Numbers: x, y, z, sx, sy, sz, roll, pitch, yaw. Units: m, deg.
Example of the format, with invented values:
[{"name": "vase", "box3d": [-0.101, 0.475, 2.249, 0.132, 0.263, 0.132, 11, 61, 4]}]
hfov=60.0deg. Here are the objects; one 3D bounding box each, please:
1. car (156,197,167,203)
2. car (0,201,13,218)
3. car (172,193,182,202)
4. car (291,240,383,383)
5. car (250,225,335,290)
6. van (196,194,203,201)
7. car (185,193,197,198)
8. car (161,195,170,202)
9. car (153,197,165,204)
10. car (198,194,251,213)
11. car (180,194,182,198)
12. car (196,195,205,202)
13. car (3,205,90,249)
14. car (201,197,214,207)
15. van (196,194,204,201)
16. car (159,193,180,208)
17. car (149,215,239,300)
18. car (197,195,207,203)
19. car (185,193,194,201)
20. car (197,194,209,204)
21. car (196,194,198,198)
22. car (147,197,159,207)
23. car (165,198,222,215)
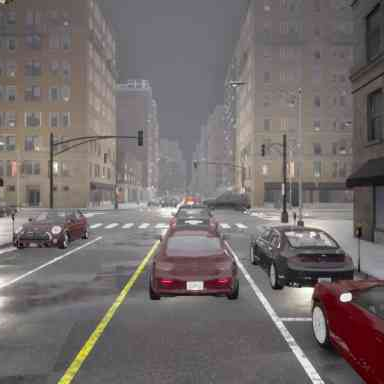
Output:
[{"name": "car", "box3d": [-6.294, 1.665, 69.202, 1.802, 1.307, 4.206, 0, 0, -1]}, {"name": "car", "box3d": [-17.352, 1.252, 27.051, 4.553, 1.767, 2.097, 0, 0, 0]}, {"name": "car", "box3d": [-3.541, 1.336, 77.897, 2.150, 2.045, 5.566, 0, 0, -1]}, {"name": "car", "box3d": [2.669, 1.545, 3.358, 1.887, 1.381, 4.507, 0, 0, 0]}, {"name": "car", "box3d": [2.656, 1.553, 8.849, 2.008, 1.369, 4.403, 0, 0, 0]}, {"name": "van", "box3d": [1.975, 1.504, 91.323, 1.690, 1.788, 3.998, 0, 0, -1]}, {"name": "car", "box3d": [-0.329, 1.302, 68.315, 2.150, 2.045, 5.566, 0, 0, -1]}, {"name": "car", "box3d": [-6.421, 1.559, 80.219, 1.967, 1.590, 4.097, 0, 0, -1]}, {"name": "car", "box3d": [-6.229, 1.613, 63.695, 1.887, 1.381, 4.507, 0, 0, -1]}, {"name": "car", "box3d": [3.790, 1.260, 37.172, 5.566, 2.045, 2.150, 1, 0, 0]}, {"name": "car", "box3d": [-3.440, 1.604, 67.366, 1.812, 1.442, 4.674, 0, 0, 0]}, {"name": "car", "box3d": [2.103, 1.559, 80.309, 1.967, 1.590, 4.097, 0, 0, -1]}, {"name": "car", "box3d": [-5.881, 1.445, 14.318, 1.967, 1.590, 4.097, 0, 0, 0]}, {"name": "car", "box3d": [2.424, 1.590, 52.775, 1.887, 1.381, 4.507, 0, 0, -1]}, {"name": "van", "box3d": [2.040, 1.481, 85.817, 1.690, 1.788, 3.998, 0, 0, -1]}, {"name": "car", "box3d": [-3.277, 1.390, 48.565, 2.097, 1.767, 4.553, 0, 0, -1]}, {"name": "car", "box3d": [0.018, 1.528, 8.311, 1.812, 1.442, 4.674, 0, 0, -1]}, {"name": "car", "box3d": [2.167, 1.541, 74.803, 1.967, 1.590, 4.097, 0, 0, -1]}, {"name": "car", "box3d": [-0.684, 1.383, 90.220, 2.150, 2.045, 5.566, 0, 0, -1]}, {"name": "car", "box3d": [2.232, 1.399, 69.296, 2.192, 1.841, 5.009, 0, 0, -1]}, {"name": "car", "box3d": [2.294, 1.595, 63.959, 1.752, 1.417, 4.829, 0, 0, -1]}, {"name": "car", "box3d": [-6.100, 1.595, 52.679, 2.008, 1.369, 4.403, 0, 0, -1]}, {"name": "car", "box3d": [0.064, 1.358, 15.690, 2.097, 1.767, 4.553, 0, 0, 0]}]
